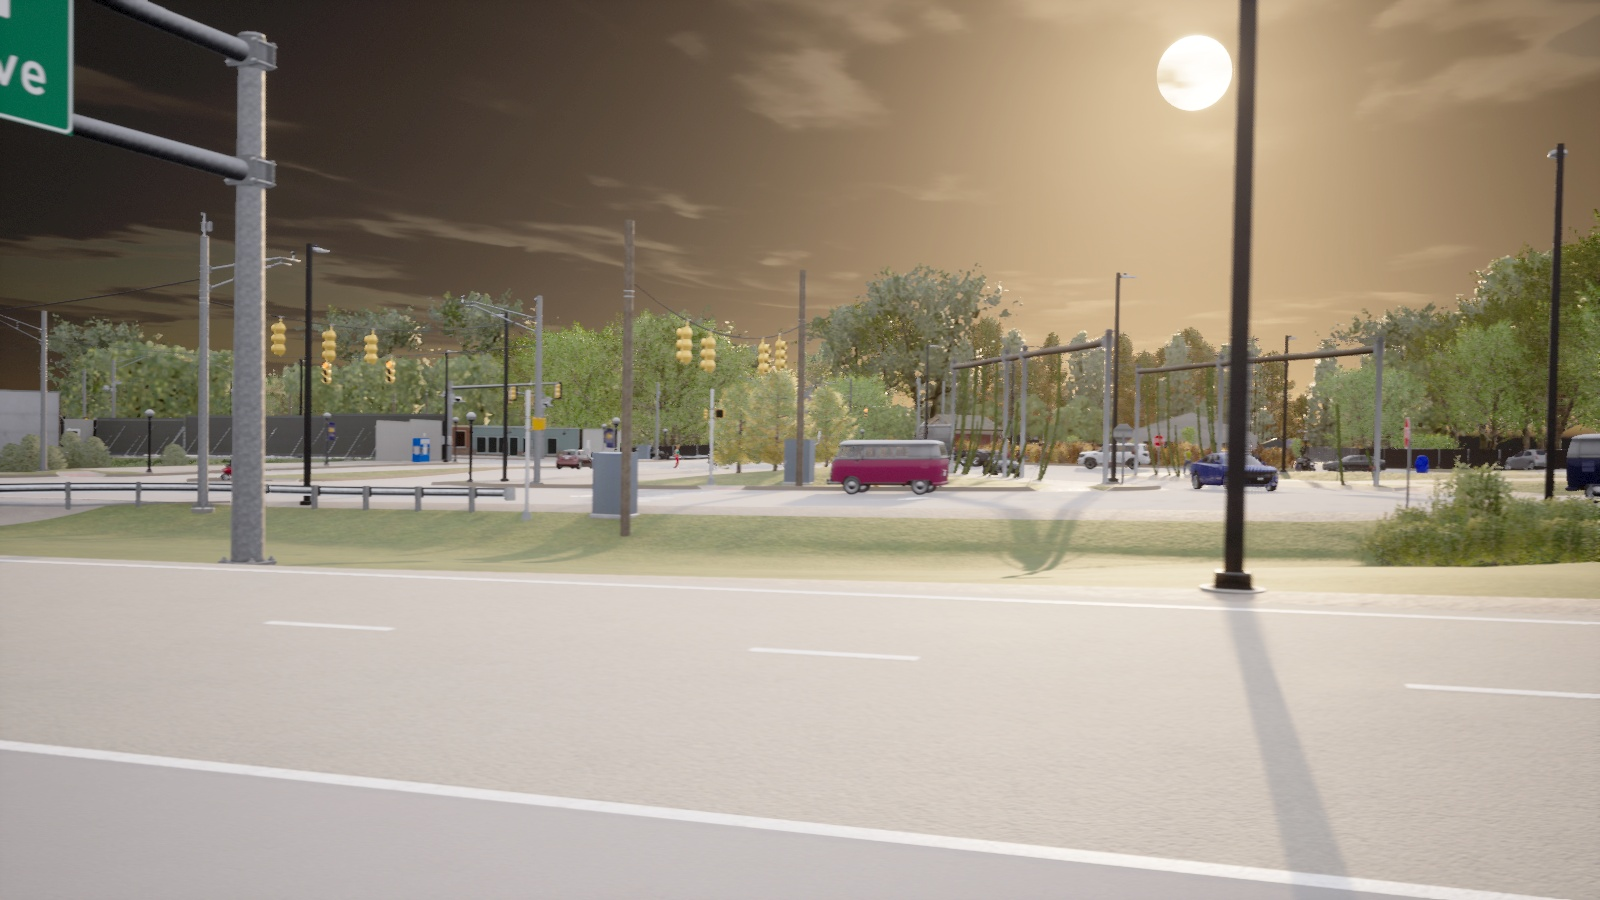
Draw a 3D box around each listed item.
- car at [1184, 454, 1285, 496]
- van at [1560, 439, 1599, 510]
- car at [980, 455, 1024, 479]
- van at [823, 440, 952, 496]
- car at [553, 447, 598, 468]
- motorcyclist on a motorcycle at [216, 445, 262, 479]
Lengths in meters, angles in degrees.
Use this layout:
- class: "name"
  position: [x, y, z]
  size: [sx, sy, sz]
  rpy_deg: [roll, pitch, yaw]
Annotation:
- class: "car"
  position: [16.831, 0.950, 48.945]
  size: [1.882, 1.535, 5.008]
  rpy_deg: [1, -1, -4]
- class: "van"
  position: [24.028, 0.664, 35.174]
  size: [4.442, 1.987, 1.775]
  rpy_deg: [0, 1, 39]
- class: "car"
  position: [12.895, 1.078, 80.446]
  size: [1.816, 1.474, 4.193]
  rpy_deg: [1, 0, -5]
- class: "van"
  position: [3.242, 0.640, 46.257]
  size: [4.442, 1.987, 1.775]
  rpy_deg: [0, 1, 18]
- class: "car"
  position: [-16.977, 0.553, 95.070]
  size: [1.970, 1.475, 3.806]
  rpy_deg: [1, 0, 14]
- class: "motorcyclist on a motorcycle"
  position: [-27.478, 0.570, 61.504]
  size: [1.817, 1.590, 0.866]
  rpy_deg: [3, -2, -43]
